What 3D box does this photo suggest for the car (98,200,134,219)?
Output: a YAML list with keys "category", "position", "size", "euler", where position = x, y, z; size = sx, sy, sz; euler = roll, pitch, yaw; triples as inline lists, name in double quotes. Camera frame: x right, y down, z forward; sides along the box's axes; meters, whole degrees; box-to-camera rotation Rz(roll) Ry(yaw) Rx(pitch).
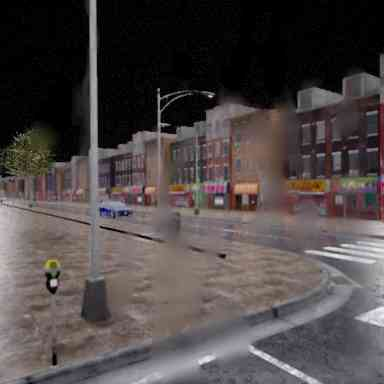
- category: "car"
  position: [-6.939, 1.513, 29.729]
  size: [1.882, 1.535, 5.008]
  euler: [-1, 0, -35]
